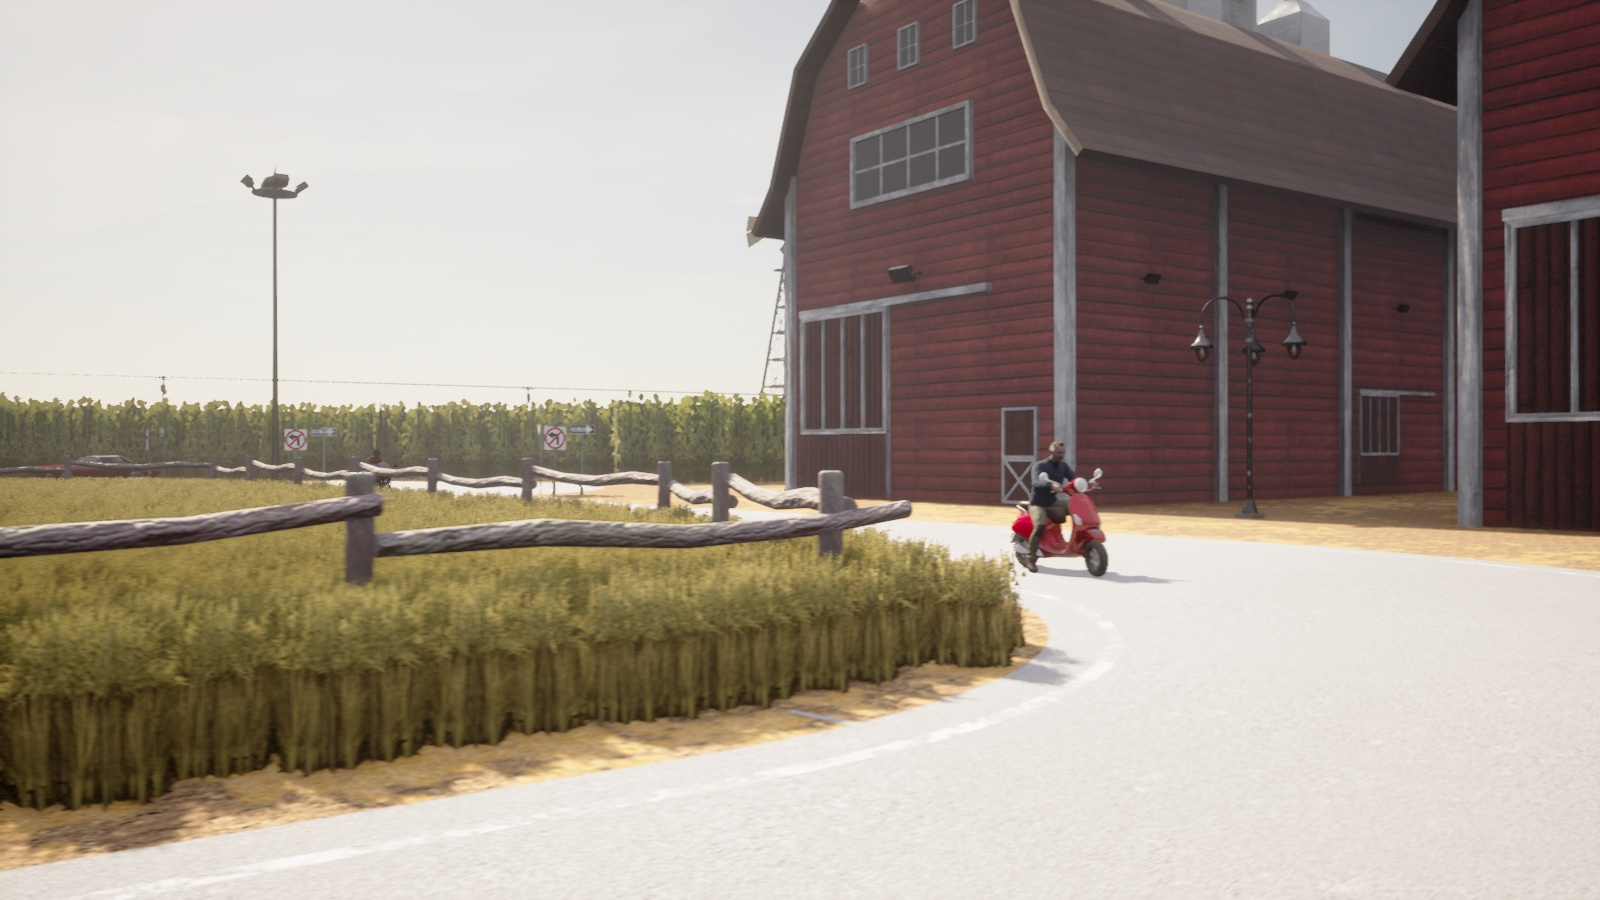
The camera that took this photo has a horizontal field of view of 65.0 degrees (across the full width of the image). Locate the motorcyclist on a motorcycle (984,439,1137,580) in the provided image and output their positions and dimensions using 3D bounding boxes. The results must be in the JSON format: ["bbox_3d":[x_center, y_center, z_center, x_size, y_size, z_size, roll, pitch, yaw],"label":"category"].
[{"bbox_3d":[3.122,0.673,15.228,0.866,1.590,1.817,0,0,-27],"label":"motorcyclist on a motorcycle"}]

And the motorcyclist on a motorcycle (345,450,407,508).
[{"bbox_3d":[-11.758,0.785,34.790,0.797,1.523,2.044,-2,1,-44],"label":"motorcyclist on a motorcycle"}]

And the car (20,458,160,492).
[{"bbox_3d":[-29.325,1.005,52.002,1.895,1.301,4.718,0,0,31],"label":"car"}]
